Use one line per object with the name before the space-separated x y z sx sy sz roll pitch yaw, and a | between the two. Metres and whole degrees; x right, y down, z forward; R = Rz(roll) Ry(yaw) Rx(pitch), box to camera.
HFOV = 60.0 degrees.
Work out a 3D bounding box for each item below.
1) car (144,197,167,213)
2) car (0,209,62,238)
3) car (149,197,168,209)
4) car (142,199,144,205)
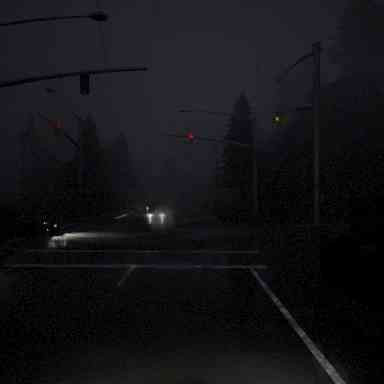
car | -3.776 1.547 37.062 2.033 1.411 5.357 0 0 -1
car | -9.013 1.564 17.276 4.181 1.385 1.994 0 0 5
car | -4.778 1.492 46.836 2.128 1.511 4.902 0 0 -11
car | -7.280 1.526 56.566 1.812 1.442 4.674 0 0 -20
